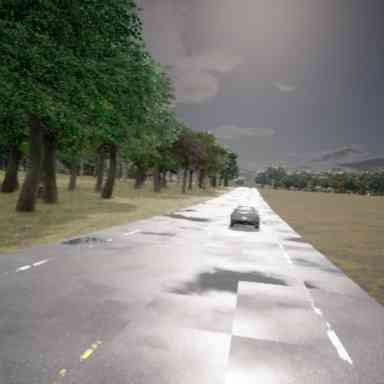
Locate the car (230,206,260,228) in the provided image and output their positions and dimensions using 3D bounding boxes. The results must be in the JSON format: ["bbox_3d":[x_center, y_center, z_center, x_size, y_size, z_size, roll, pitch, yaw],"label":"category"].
[{"bbox_3d":[3.753,1.662,23.489,1.994,1.385,4.181,4,1,10],"label":"car"}]
